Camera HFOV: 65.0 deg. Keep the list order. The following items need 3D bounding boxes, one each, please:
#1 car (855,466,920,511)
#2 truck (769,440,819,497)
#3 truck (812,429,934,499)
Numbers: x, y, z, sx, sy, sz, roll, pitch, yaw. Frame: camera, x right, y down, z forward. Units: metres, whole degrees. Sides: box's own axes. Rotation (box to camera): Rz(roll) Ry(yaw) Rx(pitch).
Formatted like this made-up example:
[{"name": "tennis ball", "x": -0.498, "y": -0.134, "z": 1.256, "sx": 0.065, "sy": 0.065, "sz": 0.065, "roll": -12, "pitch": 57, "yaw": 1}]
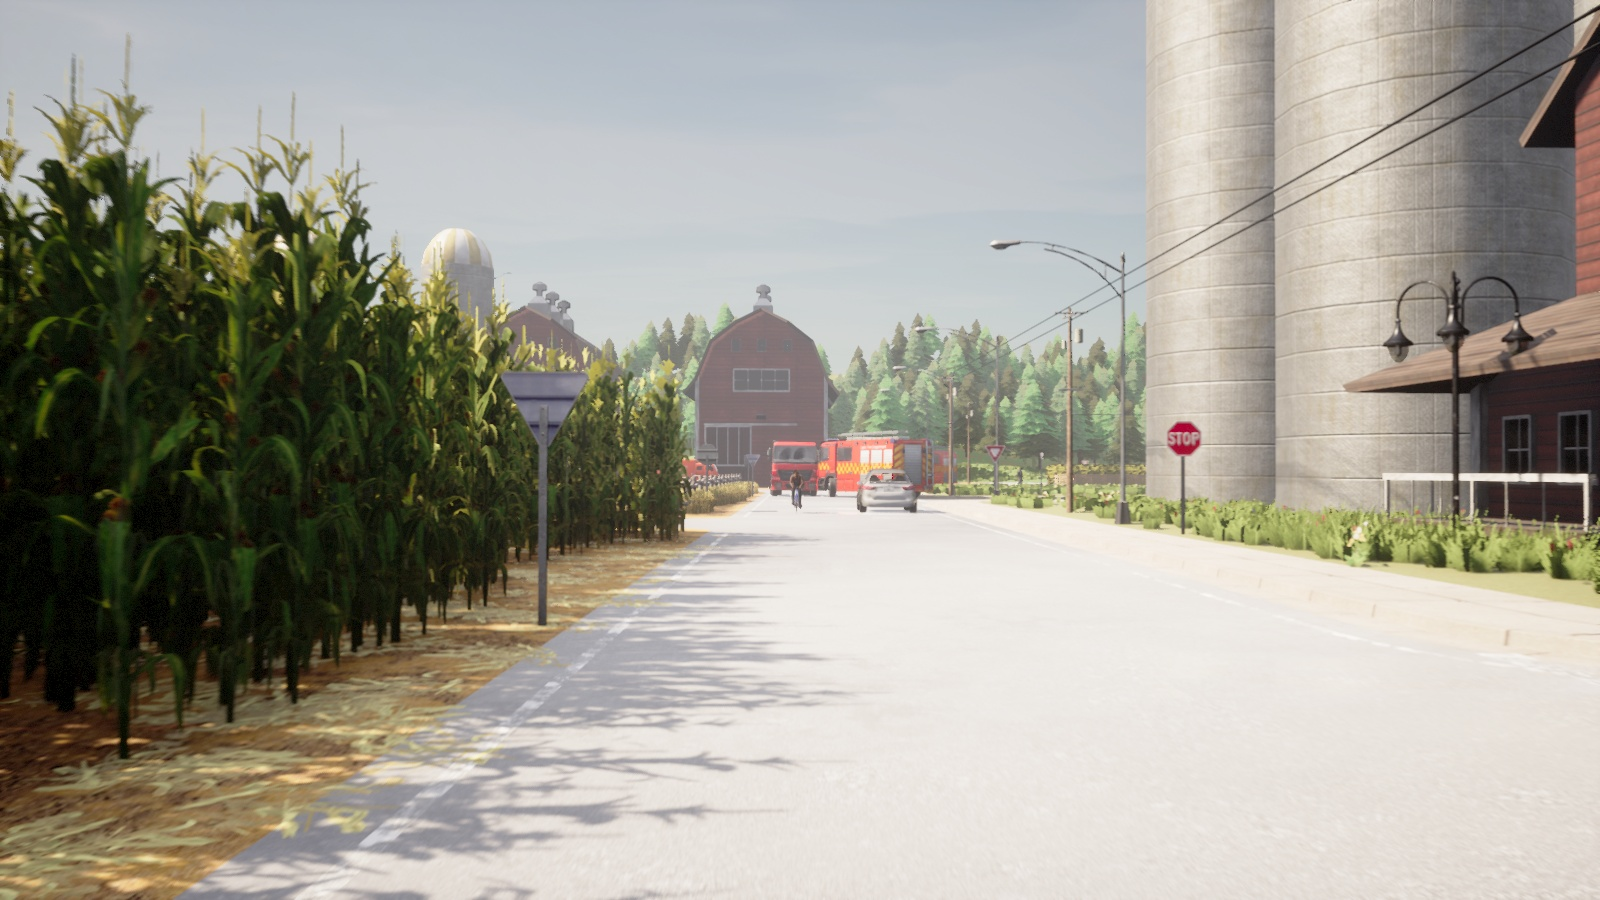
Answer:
[{"name": "car", "x": 3.357, "y": 1.466, "z": 49.047, "sx": 2.242, "sy": 1.667, "sz": 4.611, "roll": 0, "pitch": -1, "yaw": 1}, {"name": "truck", "x": -0.458, "y": 1.174, "z": 80.414, "sx": 2.891, "sy": 3.462, "sz": 7.936, "roll": 0, "pitch": -1, "yaw": -2}, {"name": "truck", "x": 4.151, "y": 0.868, "z": 73.864, "sx": 2.891, "sy": 3.827, "sz": 8.468, "roll": 0, "pitch": -1, "yaw": -30}]
